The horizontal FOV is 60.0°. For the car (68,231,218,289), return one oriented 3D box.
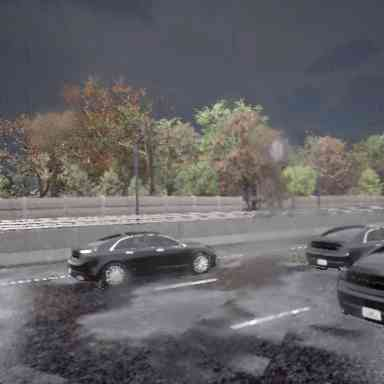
[{"bbox_3d":[-1.440,2.030,10.867,4.892,1.490,1.837,0,-3,-30],"label":"car"}]

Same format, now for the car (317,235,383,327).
[{"bbox_3d":[4.920,1.672,6.497,4.892,1.490,1.837,0,-3,-30],"label":"car"}]

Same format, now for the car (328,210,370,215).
[{"bbox_3d":[16.784,2.595,33.933,5.357,1.411,2.033,0,-3,-30],"label":"car"}]

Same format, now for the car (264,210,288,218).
[{"bbox_3d":[11.095,2.930,38.702,4.674,1.442,1.812,0,-3,-30],"label":"car"}]

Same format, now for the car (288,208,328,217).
[{"bbox_3d":[13.089,2.579,35.828,4.553,1.767,2.097,0,-3,-30],"label":"car"}]

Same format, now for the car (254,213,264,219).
[{"bbox_3d":[10.027,3.059,42.126,5.008,1.535,1.882,0,-3,-30],"label":"car"}]

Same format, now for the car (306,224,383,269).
[{"bbox_3d":[5.963,1.847,11.158,4.892,1.490,1.837,0,-3,-30],"label":"car"}]
